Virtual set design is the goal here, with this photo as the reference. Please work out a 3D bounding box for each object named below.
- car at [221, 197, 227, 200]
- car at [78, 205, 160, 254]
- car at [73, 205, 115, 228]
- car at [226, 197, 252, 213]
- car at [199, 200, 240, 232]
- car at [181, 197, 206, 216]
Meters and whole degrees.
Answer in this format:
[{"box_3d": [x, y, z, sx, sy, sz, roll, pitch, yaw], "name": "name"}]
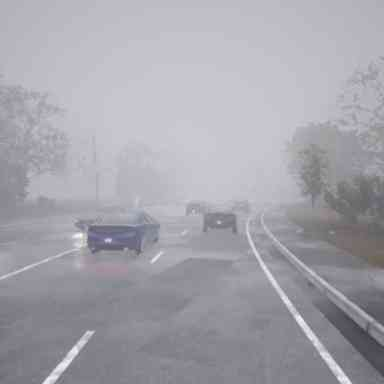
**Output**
[{"box_3d": [6.497, 1.588, 61.019, 1.812, 1.442, 4.674, 0, 0, 25], "name": "car"}, {"box_3d": [-2.578, 1.478, 13.630, 1.882, 1.535, 5.008, 0, 0, 5], "name": "car"}, {"box_3d": [-5.409, 1.540, 21.029, 2.033, 1.411, 5.357, 0, 0, 8], "name": "car"}, {"box_3d": [5.712, 1.541, 38.196, 2.128, 1.511, 4.902, 0, 0, 16], "name": "car"}, {"box_3d": [1.813, 1.499, 20.406, 1.882, 1.535, 5.008, 0, 0, 8], "name": "car"}, {"box_3d": [0.720, 1.528, 32.955, 1.837, 1.490, 4.892, 0, 0, 13], "name": "car"}]
